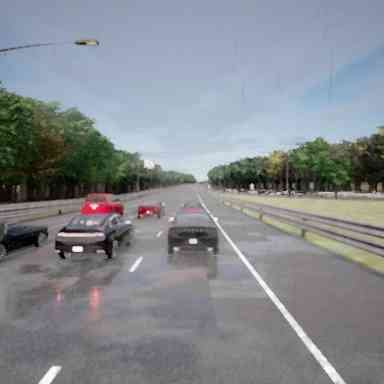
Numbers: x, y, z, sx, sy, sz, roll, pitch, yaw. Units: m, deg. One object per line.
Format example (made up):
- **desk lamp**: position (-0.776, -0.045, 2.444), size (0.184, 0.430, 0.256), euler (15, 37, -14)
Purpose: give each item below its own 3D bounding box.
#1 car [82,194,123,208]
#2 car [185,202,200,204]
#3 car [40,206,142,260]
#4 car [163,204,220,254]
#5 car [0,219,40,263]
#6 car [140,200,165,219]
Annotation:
- **car**: position (-6.954, 1.176, 26.379), size (2.150, 2.045, 5.566), euler (0, 1, 1)
- **car**: position (0.056, 1.509, 27.598), size (1.994, 1.385, 4.181), euler (0, 1, 0)
- **car**: position (-3.449, 1.515, 12.520), size (2.128, 1.511, 4.902), euler (0, 0, 1)
- **car**: position (0.060, 1.498, 13.706), size (1.882, 1.535, 5.008), euler (0, 0, 0)
- **car**: position (-6.954, 1.625, 11.908), size (1.895, 1.301, 4.718), euler (0, 0, 1)
- **car**: position (-3.437, 1.415, 28.654), size (1.882, 1.535, 5.008), euler (0, 1, 0)
